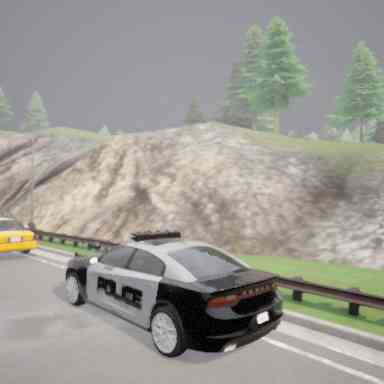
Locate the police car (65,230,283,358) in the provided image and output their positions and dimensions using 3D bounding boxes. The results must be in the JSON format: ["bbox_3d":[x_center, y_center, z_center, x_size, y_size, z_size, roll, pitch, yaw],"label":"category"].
[{"bbox_3d":[-0.805,1.578,6.529,1.930,1.638,5.238,2,-2,-44],"label":"police car"}]

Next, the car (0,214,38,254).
[{"bbox_3d":[-8.229,1.694,13.648,5.366,1.575,1.801,-1,-2,42],"label":"car"}]
